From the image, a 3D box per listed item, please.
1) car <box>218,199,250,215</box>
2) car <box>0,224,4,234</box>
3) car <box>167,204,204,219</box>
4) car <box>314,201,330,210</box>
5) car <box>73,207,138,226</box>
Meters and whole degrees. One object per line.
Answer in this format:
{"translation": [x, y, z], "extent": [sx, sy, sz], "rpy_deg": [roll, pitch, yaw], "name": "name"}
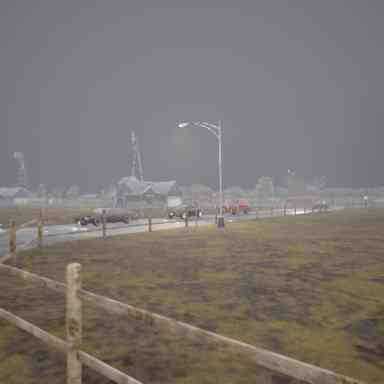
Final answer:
{"translation": [5.556, 1.913, 43.390], "extent": [2.150, 2.045, 5.566], "rpy_deg": [-2, -2, 36], "name": "car"}
{"translation": [-10.680, 1.599, 14.288], "extent": [1.812, 1.442, 4.674], "rpy_deg": [-1, -1, 35], "name": "car"}
{"translation": [-0.637, 2.014, 34.729], "extent": [1.837, 1.490, 4.892], "rpy_deg": [-2, -2, 36], "name": "car"}
{"translation": [25.109, 2.472, 64.333], "extent": [2.097, 1.767, 4.553], "rpy_deg": [-2, -2, 34], "name": "car"}
{"translation": [-6.659, 1.884, 26.314], "extent": [2.033, 1.411, 5.357], "rpy_deg": [-2, -2, 36], "name": "car"}
